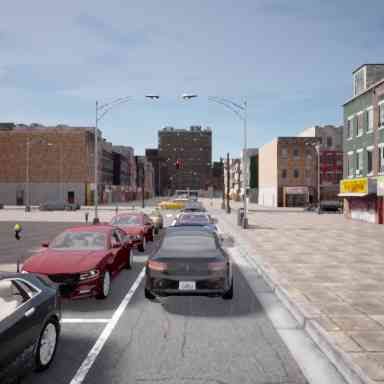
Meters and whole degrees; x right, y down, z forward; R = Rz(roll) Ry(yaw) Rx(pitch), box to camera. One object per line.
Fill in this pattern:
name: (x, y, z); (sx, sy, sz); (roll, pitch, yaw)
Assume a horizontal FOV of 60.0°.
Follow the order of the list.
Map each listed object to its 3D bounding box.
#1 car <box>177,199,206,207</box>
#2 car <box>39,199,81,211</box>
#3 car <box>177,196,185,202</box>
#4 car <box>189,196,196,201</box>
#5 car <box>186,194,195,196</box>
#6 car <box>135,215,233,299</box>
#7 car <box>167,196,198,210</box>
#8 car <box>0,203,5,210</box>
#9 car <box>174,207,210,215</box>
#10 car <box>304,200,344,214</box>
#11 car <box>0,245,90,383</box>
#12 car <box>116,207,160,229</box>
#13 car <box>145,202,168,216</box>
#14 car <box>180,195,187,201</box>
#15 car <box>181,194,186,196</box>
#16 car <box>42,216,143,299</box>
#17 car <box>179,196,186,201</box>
car: (0.156, 1.530, 25.985); (1.837, 1.490, 4.892); (0, 0, 2)
car: (-14.474, 1.505, 36.553); (4.181, 1.385, 1.994); (0, 0, 0)
car: (-2.500, 1.695, 78.449); (1.752, 1.417, 4.829); (0, 0, 0)
car: (0.159, 1.817, 92.107); (1.895, 1.301, 4.718); (0, 0, 0)
car: (0.216, 1.485, 68.369); (2.097, 1.767, 4.553); (0, 0, 0)
car: (-0.041, 1.529, 8.320); (1.812, 1.442, 4.674); (0, 0, 1)
car: (-1.615, 1.533, 39.546); (5.008, 1.535, 1.882); (0, 0, 0)
car: (-23.226, 1.383, 36.525); (4.892, 1.490, 1.837); (0, 0, 0)
car: (0.121, 1.611, 15.684); (1.895, 1.301, 4.718); (0, 0, 0)
car: (15.915, 1.732, 39.607); (5.008, 1.535, 1.882); (1, 0, 0)
car: (-2.629, 1.552, 2.960); (2.008, 1.369, 4.403); (0, 0, 0)
car: (-2.610, 1.553, 13.949); (1.887, 1.381, 4.507); (0, 0, 0)
car: (-2.601, 1.540, 19.272); (1.752, 1.417, 4.829); (0, 0, 0)
car: (-2.471, 1.672, 94.952); (1.967, 1.590, 4.097); (0, 0, 0)
car: (-2.536, 1.411, 56.843); (2.192, 1.841, 5.009); (0, 0, 0)
car: (-2.619, 1.548, 8.454); (1.887, 1.381, 4.507); (0, 0, 0)
car: (-2.481, 1.757, 89.508); (1.887, 1.381, 4.507); (0, 0, 0)
